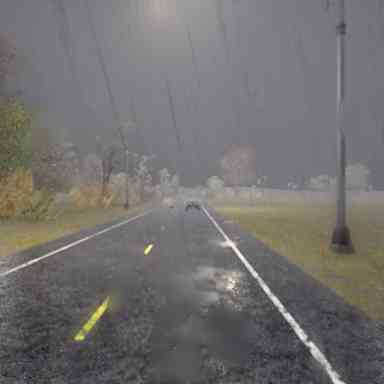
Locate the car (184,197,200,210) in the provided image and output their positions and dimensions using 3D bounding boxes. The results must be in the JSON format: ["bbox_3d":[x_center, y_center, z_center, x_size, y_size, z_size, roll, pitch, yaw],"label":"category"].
[{"bbox_3d":[0.099,1.684,45.896,1.837,1.490,4.892,0,0,0],"label":"car"}]

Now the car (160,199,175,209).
[{"bbox_3d":[-3.579,1.716,48.885,1.812,1.442,4.674,0,0,0],"label":"car"}]

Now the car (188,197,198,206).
[{"bbox_3d":[0.096,1.747,63.384,1.837,1.490,4.892,0,0,0],"label":"car"}]
